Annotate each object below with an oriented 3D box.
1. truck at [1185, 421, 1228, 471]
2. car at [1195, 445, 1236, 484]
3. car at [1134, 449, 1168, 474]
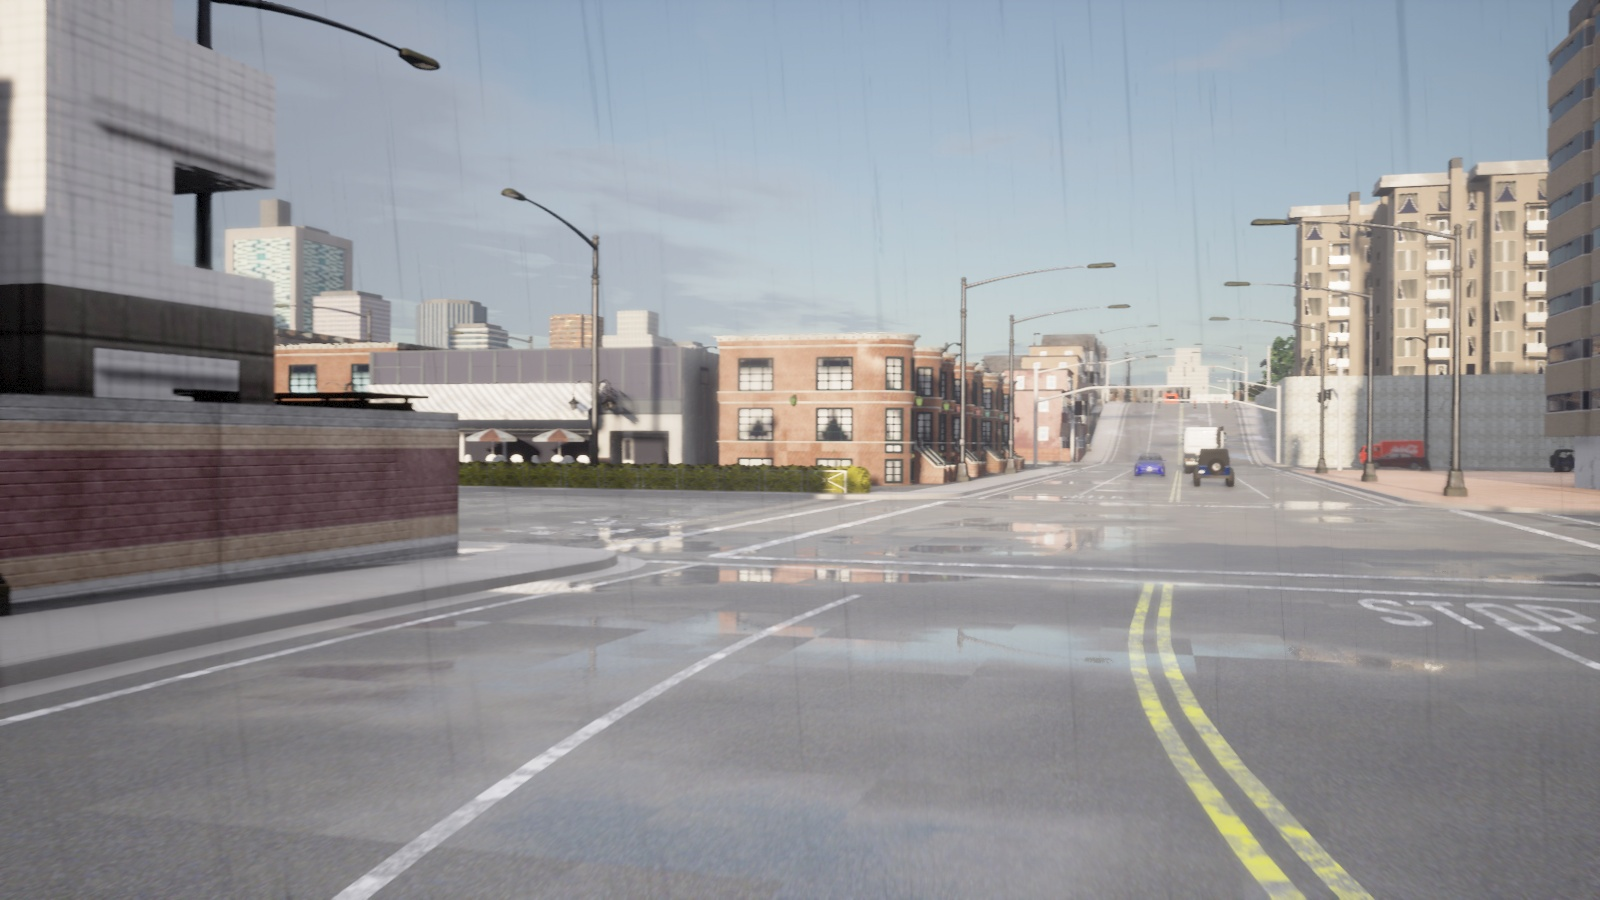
[{"bbox_3d":[29.439,-0.273,91.141,2.891,3.462,7.936,0,0,17],"label":"truck"},{"bbox_3d":[20.920,0.691,63.353,1.905,1.878,3.866,0,0,17],"label":"car"},{"bbox_3d":[22.757,0.730,81.287,2.007,1.525,4.514,0,0,17],"label":"car"}]
